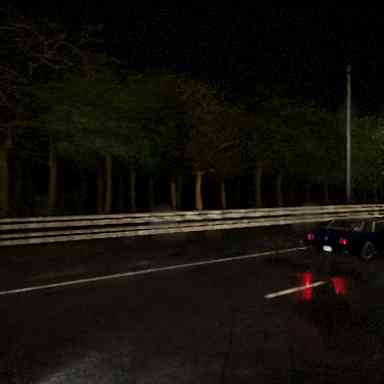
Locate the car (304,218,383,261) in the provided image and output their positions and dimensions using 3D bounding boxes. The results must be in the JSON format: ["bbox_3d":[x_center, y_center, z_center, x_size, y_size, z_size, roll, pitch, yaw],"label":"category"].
[{"bbox_3d":[6.369,1.604,12.318,4.718,1.301,1.895,0,0,-34],"label":"car"}]
